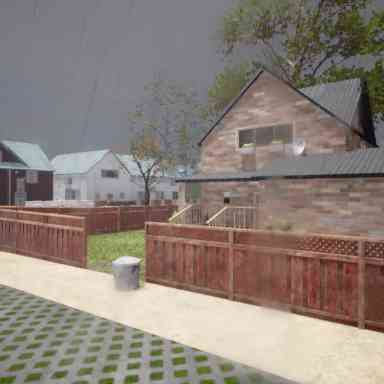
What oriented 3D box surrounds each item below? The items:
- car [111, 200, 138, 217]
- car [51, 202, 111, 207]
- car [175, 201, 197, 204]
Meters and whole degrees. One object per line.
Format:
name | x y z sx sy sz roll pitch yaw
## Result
car | -7.002 1.573 31.159 2.097 1.767 4.553 0 0 37
car | -8.701 1.651 23.961 2.128 1.511 4.902 0 -1 37
car | -1.000 1.807 39.172 2.128 1.511 4.902 0 0 37
